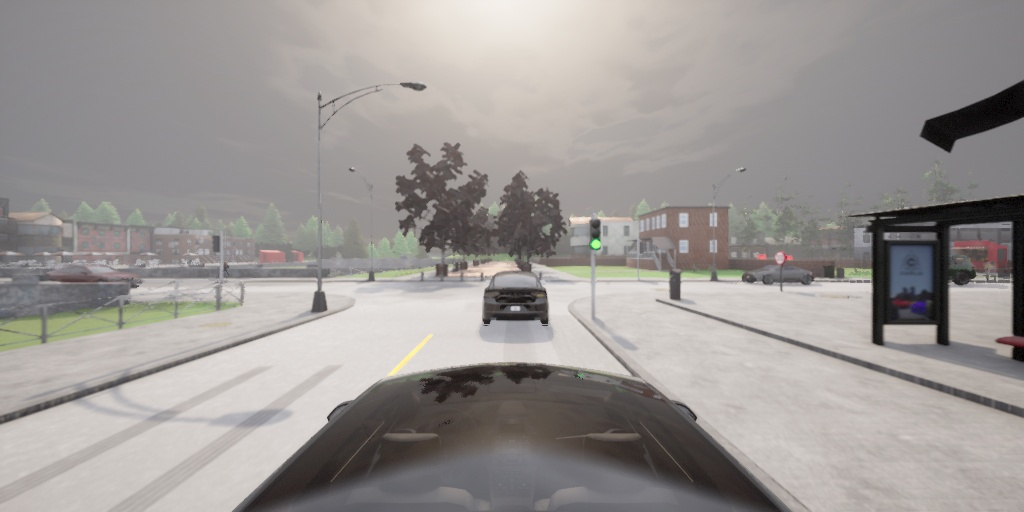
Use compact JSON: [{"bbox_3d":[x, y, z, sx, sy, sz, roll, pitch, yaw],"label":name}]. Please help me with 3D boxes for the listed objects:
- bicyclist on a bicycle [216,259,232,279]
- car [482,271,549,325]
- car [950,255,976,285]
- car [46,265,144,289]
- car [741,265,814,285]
[{"bbox_3d":[-23.438,1.065,29.171,0.582,1.620,1.656,0,0,0],"label":"bicyclist on a bicycle"},{"bbox_3d":[0.115,1.215,11.786,1.882,1.535,5.008,0,0,0],"label":"car"},{"bbox_3d":[28.620,0.941,25.009,5.566,2.045,2.150,0,0,0],"label":"car"},{"bbox_3d":[-24.302,1.253,20.792,4.674,1.442,1.812,0,0,0],"label":"car"},{"bbox_3d":[18.441,1.284,25.006,4.181,1.385,1.994,0,0,0],"label":"car"}]
